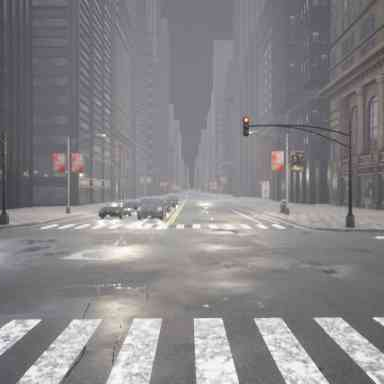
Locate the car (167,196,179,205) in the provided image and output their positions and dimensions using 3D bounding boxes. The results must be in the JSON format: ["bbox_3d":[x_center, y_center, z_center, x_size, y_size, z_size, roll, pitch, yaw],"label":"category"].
[{"bbox_3d":[-3.273,1.455,57.813,1.837,1.490,4.892,0,0,0],"label":"car"}]

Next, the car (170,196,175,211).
[{"bbox_3d":[-3.320,1.524,37.540,2.033,1.411,5.357,0,0,0],"label":"car"}]

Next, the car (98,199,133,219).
[{"bbox_3d":[-6.551,1.531,29.324,2.033,1.411,5.357,0,0,4],"label":"car"}]

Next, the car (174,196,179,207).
[{"bbox_3d":[-3.319,1.530,47.439,1.994,1.385,4.181,0,0,0],"label":"car"}]

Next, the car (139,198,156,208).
[{"bbox_3d":[-6.565,1.565,49.509,1.895,1.301,4.718,0,0,0],"label":"car"}]

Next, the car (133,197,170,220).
[{"bbox_3d":[-3.326,1.337,28.066,2.097,1.767,4.553,0,0,0],"label":"car"}]

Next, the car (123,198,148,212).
[{"bbox_3d":[-6.567,1.522,39.423,2.033,1.411,5.357,0,0,0],"label":"car"}]
